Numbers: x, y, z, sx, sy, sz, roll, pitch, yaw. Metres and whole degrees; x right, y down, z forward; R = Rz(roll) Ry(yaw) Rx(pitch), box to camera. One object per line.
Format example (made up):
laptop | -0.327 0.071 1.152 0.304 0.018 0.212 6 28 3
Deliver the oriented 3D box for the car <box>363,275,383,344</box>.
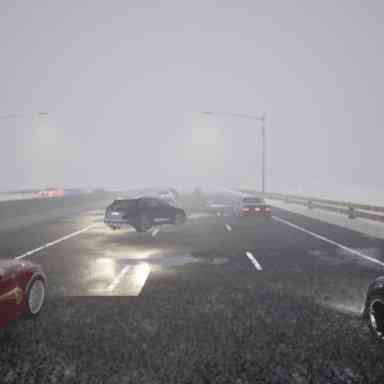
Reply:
car | 3.616 1.468 3.390 1.994 1.385 4.181 0 2 0

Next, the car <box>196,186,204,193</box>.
car | 1.900 -0.625 80.086 1.837 1.490 4.892 0 1 2

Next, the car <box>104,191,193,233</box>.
car | -2.207 0.976 16.607 2.033 1.649 4.856 1 2 31

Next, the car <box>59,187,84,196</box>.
car | -16.862 0.195 48.045 1.882 1.535 5.008 0 2 2

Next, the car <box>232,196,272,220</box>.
car | 3.760 0.965 21.504 2.033 1.411 5.357 0 2 1

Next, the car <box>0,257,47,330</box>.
car | -3.493 1.412 4.010 1.812 1.442 4.674 0 2 0

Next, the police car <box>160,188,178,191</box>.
police car | -3.072 0.518 36.899 2.038 1.542 4.974 0 1 1

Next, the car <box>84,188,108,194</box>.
car | -13.363 0.198 48.015 1.882 1.535 5.008 0 2 2

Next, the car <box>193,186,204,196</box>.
car | 1.000 0.006 57.613 1.812 1.442 4.674 0 2 2

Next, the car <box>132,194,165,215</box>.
car | -3.282 0.898 25.969 1.895 1.301 4.718 0 2 1

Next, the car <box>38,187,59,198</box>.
car | -20.353 0.063 48.231 2.097 1.767 4.553 0 1 2

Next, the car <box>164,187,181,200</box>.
car | -2.793 0.160 47.858 2.033 1.649 4.856 0 1 2
